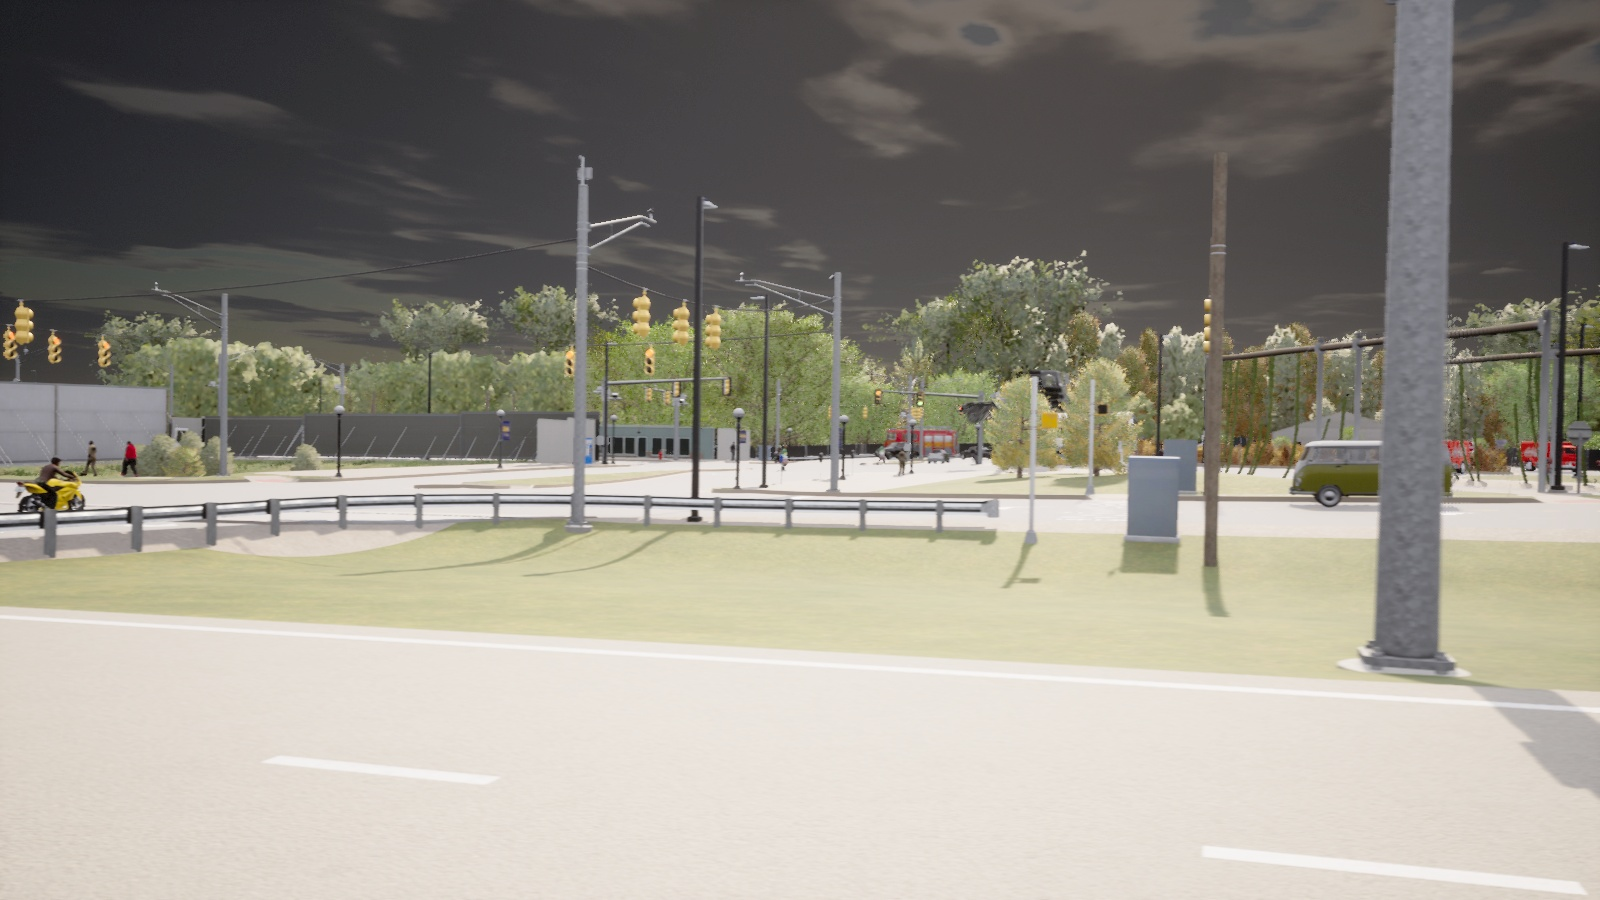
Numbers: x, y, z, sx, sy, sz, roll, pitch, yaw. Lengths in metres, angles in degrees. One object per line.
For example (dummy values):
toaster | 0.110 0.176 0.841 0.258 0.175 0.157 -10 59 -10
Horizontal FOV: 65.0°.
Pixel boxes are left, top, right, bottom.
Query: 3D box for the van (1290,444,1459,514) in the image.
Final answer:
van | 17.224 0.831 37.861 4.442 1.987 1.775 0 1 18

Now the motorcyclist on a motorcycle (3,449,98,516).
motorcyclist on a motorcycle | -18.802 0.796 31.562 0.797 1.523 2.044 1 3 16

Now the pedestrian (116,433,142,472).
pedestrian | -32.291 0.126 60.401 0.899 1.844 0.634 2 1 17

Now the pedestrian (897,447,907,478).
pedestrian | 6.431 0.763 79.251 0.396 1.930 0.692 2 1 19

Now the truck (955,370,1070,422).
truck | 15.807 -4.005 93.317 7.936 3.462 2.891 -2 3 16

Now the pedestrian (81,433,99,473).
pedestrian | -34.839 0.123 61.608 0.692 1.930 0.396 2 1 20
